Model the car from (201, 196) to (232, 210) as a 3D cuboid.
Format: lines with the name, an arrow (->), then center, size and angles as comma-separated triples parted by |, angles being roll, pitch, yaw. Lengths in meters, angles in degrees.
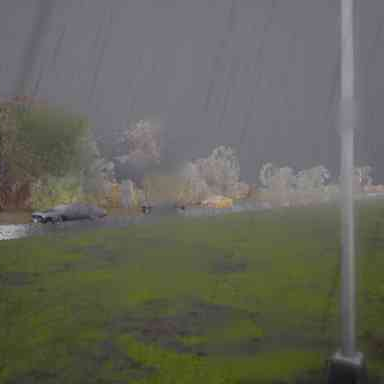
car -> 3.015, 1.245, 39.965 | 1.882, 1.535, 5.008 | 0, 1, 36

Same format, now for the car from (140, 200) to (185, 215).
car -> -2.784, 1.454, 32.061 | 1.895, 1.301, 4.718 | 0, 1, 36

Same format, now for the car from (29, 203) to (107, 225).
car -> -8.707, 1.485, 23.966 | 2.033, 1.411, 5.357 | 0, 1, 36
